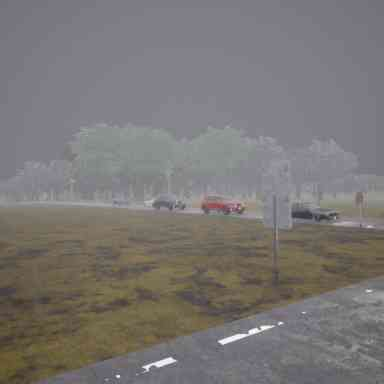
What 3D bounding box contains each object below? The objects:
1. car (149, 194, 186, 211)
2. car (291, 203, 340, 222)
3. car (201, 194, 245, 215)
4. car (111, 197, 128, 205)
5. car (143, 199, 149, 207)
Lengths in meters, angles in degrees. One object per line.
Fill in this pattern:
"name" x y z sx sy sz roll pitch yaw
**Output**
"car" -3.072 1.361 44.412 2.150 2.045 5.566 -2 1 -36
"car" 9.251 1.604 27.345 2.033 1.411 5.357 -2 1 -36
"car" 3.192 1.302 35.727 2.150 2.045 5.566 -2 1 -35
"car" -14.087 1.774 64.714 2.128 1.511 4.902 -2 0 -36
"car" -6.252 1.665 53.861 1.812 1.442 4.674 -2 1 -36
